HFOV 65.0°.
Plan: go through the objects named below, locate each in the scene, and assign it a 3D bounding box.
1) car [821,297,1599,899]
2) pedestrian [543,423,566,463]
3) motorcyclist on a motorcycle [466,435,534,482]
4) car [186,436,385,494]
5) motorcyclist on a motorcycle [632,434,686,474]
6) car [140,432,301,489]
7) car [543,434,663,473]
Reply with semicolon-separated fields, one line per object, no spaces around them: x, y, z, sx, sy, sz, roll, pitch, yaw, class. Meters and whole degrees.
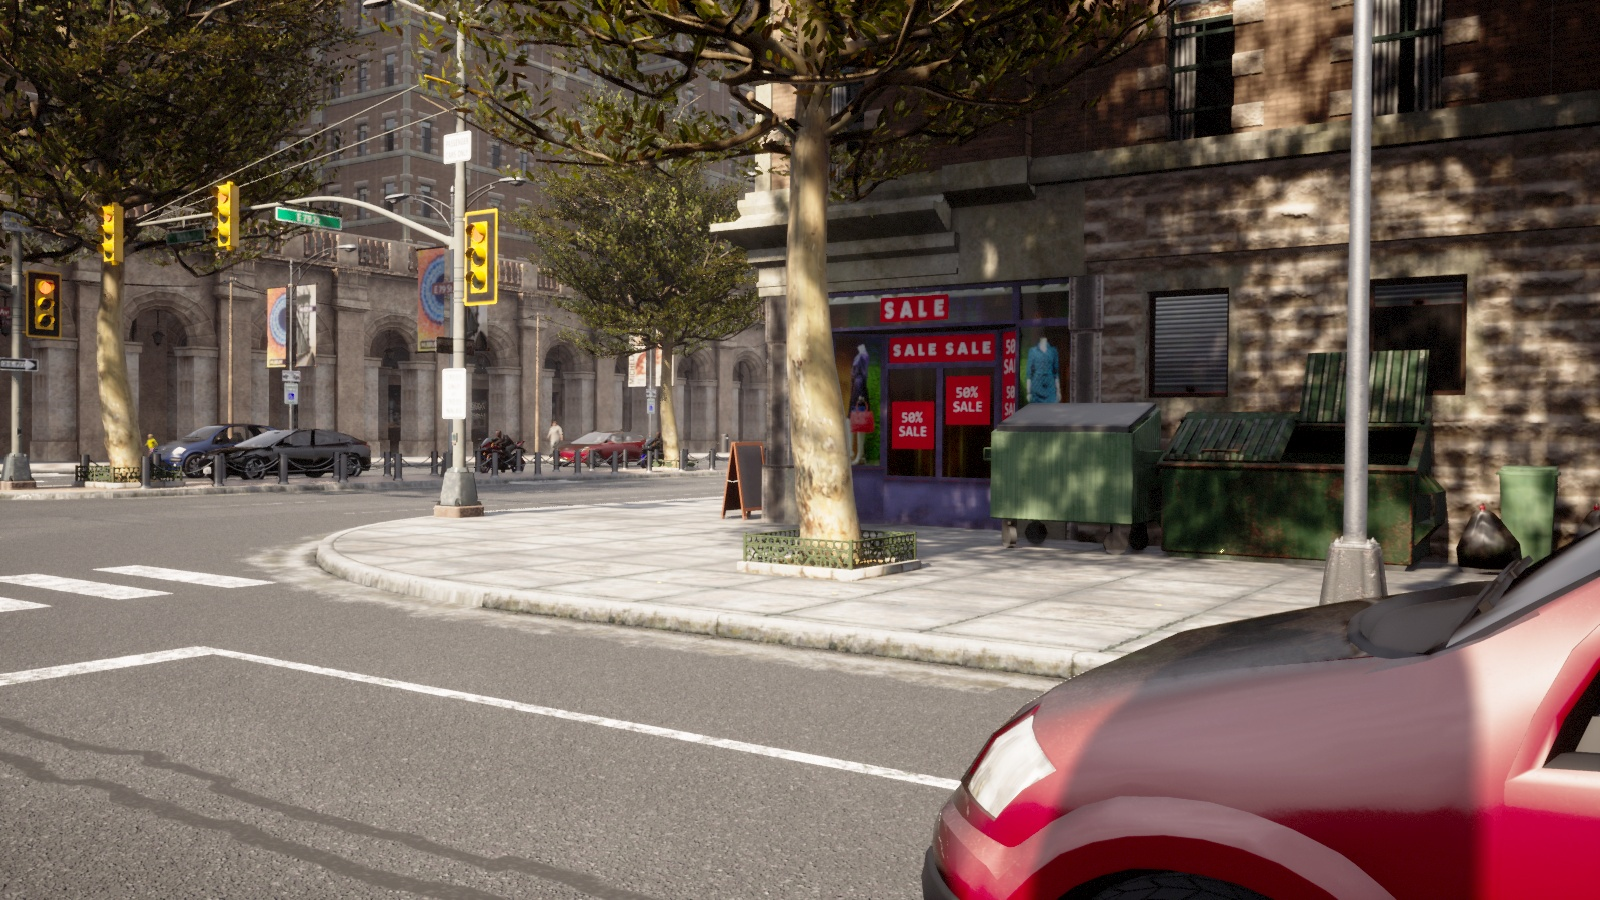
2.221;0.580;2.146;3.988;1.617;1.851;0;1;34;car
-12.075;-0.346;61.743;0.659;1.952;0.873;0;1;35;pedestrian
-10.093;0.280;42.330;0.866;1.530;2.191;0;1;34;motorcyclist on a motorcycle
-14.508;0.375;35.676;2.163;1.488;4.792;0;1;35;car
-5.495;0.145;49.164;0.866;1.530;2.191;0;1;34;motorcyclist on a motorcycle
-17.354;0.271;37.773;1.851;1.617;3.988;0;1;35;car
-8.048;0.099;51.641;2.163;1.488;4.792;0;1;34;car
